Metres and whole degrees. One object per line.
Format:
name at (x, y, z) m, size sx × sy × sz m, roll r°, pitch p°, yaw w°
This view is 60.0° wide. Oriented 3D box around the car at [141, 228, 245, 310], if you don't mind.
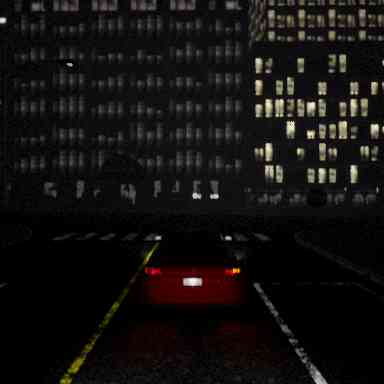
car at (0.027, 1.527, 7.813) m, size 1.994 × 1.385 × 4.181 m, roll 0°, pitch 0°, yaw 0°
